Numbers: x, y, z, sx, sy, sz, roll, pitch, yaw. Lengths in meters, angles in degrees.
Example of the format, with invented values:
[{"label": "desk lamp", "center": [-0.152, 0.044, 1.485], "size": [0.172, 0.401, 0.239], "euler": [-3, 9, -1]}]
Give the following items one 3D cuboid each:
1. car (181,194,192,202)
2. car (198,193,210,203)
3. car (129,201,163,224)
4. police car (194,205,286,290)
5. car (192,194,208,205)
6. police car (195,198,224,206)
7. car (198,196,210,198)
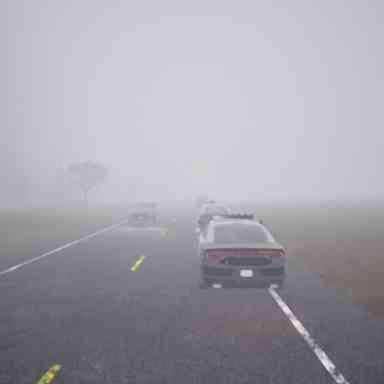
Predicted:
[{"label": "car", "center": [-0.922, 1.108, 64.749], "size": [2.097, 1.767, 4.553], "euler": [0, 0, 5]}, {"label": "car", "center": [2.282, 1.122, 61.094], "size": [2.097, 1.767, 4.553], "euler": [0, 0, 4]}, {"label": "car", "center": [-3.207, 1.394, 23.883], "size": [1.882, 1.535, 5.008], "euler": [0, 0, 2]}, {"label": "police car", "center": [1.110, 1.393, 9.159], "size": [1.930, 1.638, 5.238], "euler": [0, 0, 1]}, {"label": "car", "center": [1.367, 1.335, 46.512], "size": [1.837, 1.490, 4.892], "euler": [0, 0, 4]}, {"label": "police car", "center": [1.293, 1.359, 19.124], "size": [1.930, 1.638, 5.238], "euler": [0, 0, 1]}, {"label": "car", "center": [1.463, 1.368, 25.182], "size": [1.801, 1.575, 5.366], "euler": [0, 0, 2]}]
